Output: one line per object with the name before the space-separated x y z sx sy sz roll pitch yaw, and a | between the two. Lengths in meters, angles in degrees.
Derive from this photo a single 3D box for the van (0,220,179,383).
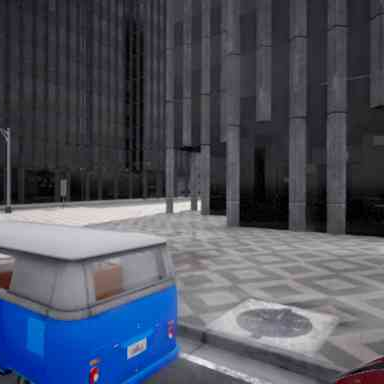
van | -2.060 1.339 4.432 3.998 1.788 1.690 0 0 35

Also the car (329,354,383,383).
car | 2.440 1.441 1.226 4.097 1.590 1.967 0 0 35
